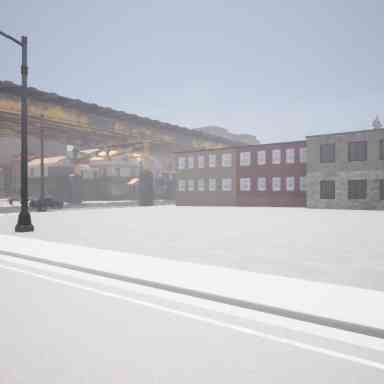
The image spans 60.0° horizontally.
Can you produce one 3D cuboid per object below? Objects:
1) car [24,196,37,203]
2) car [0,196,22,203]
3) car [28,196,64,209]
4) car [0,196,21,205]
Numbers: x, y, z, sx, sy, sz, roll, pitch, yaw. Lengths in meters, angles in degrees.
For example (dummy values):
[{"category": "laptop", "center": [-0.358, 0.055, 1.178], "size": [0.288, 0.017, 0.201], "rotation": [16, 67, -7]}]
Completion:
[{"category": "car", "center": [-29.054, 1.313, 59.918], "size": [1.853, 1.218, 4.536], "rotation": [0, 0, -23]}, {"category": "car", "center": [-32.610, 1.314, 58.652], "size": [4.536, 1.218, 1.853], "rotation": [0, 0, 7]}, {"category": "car", "center": [-19.734, 1.539, 45.237], "size": [1.812, 1.442, 4.674], "rotation": [0, 0, 33]}, {"category": "car", "center": [-32.558, 1.472, 58.647], "size": [4.974, 1.542, 2.038], "rotation": [0, 0, 7]}]
